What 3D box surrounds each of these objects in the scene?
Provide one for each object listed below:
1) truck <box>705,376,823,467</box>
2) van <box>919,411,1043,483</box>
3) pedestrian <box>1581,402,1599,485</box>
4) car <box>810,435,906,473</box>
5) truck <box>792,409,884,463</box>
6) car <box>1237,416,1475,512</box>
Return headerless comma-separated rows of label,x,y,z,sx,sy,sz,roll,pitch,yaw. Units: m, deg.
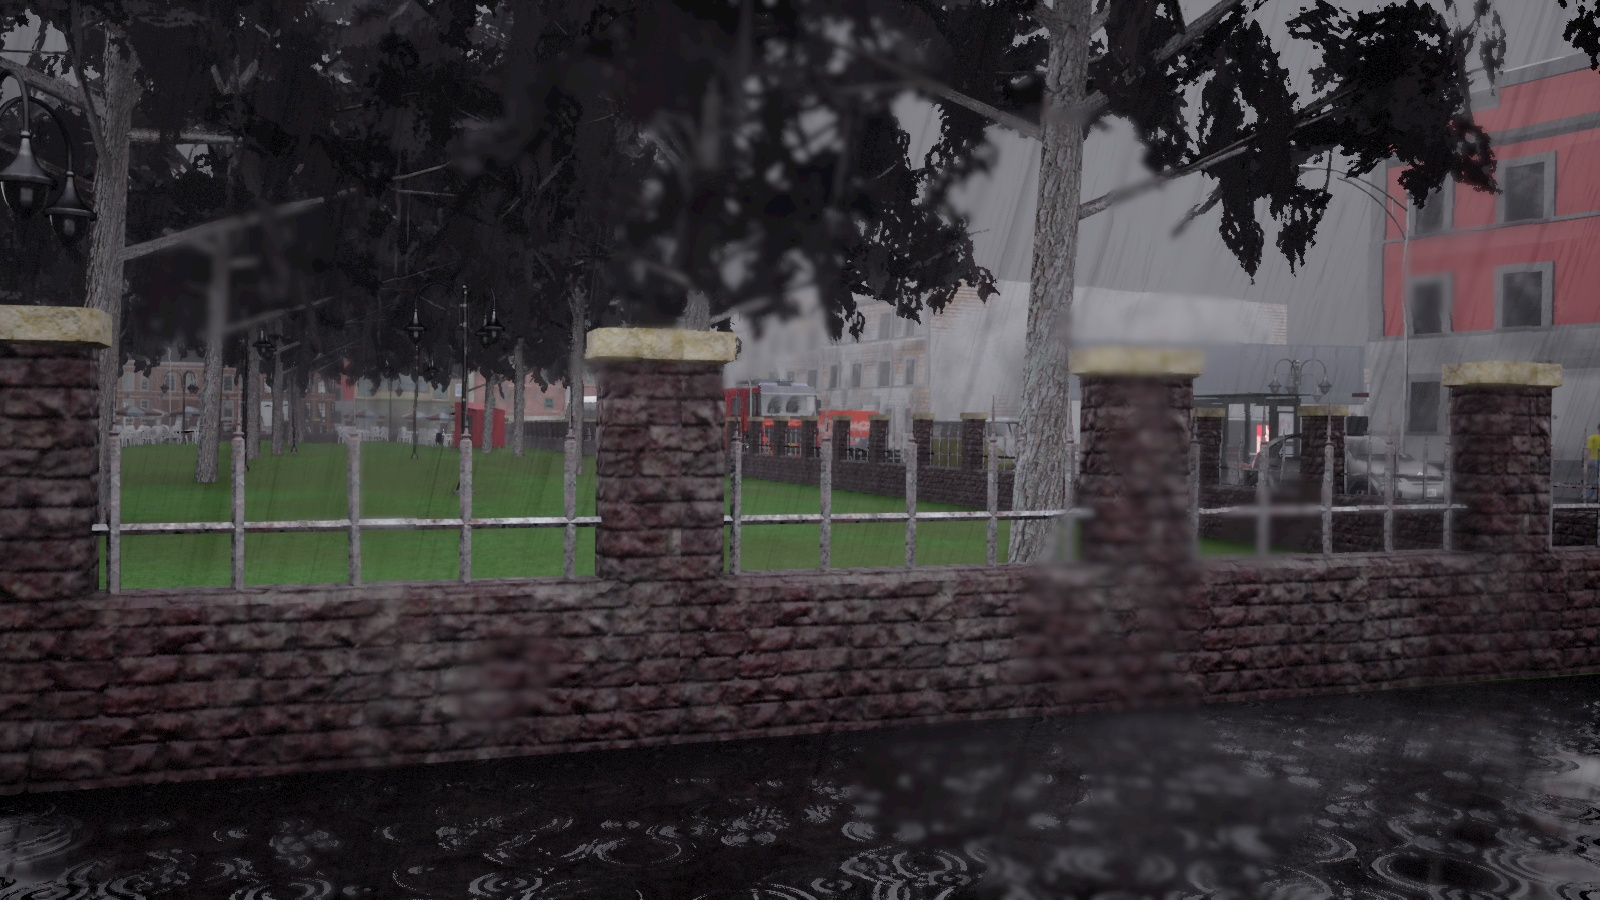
truck,-1.803,-1.281,57.440,2.891,3.827,8.468,-1,1,-20
van,5.323,-0.116,37.445,1.775,1.987,4.442,-1,1,-20
pedestrian,17.910,-0.143,28.070,0.354,1.836,0.706,-1,1,-14
car,2.087,0.118,46.563,1.895,1.301,4.718,-1,1,-20
truck,1.711,-0.676,59.527,2.627,2.467,5.204,-1,1,-20
car,10.278,0.202,23.553,1.851,1.617,3.988,-1,1,-19
